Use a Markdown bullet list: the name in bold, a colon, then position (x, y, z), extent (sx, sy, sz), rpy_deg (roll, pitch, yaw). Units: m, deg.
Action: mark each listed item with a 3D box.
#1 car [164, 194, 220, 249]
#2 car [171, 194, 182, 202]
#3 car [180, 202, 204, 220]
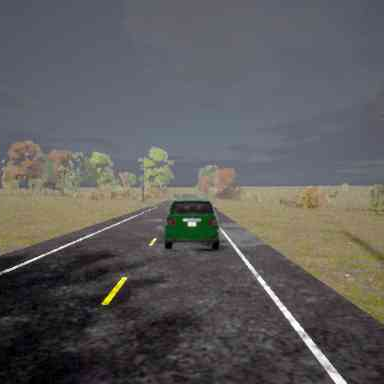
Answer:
- **car**: position (0.001, 1.254, 14.682), extent (2.150, 2.045, 5.566), rpy_deg (0, 0, 0)
- **car**: position (-3.499, 1.315, 75.994), extent (2.097, 1.767, 4.553), rpy_deg (0, 0, 0)
- **car**: position (0.001, 1.611, 29.685), extent (1.895, 1.301, 4.718), rpy_deg (0, 0, 0)
